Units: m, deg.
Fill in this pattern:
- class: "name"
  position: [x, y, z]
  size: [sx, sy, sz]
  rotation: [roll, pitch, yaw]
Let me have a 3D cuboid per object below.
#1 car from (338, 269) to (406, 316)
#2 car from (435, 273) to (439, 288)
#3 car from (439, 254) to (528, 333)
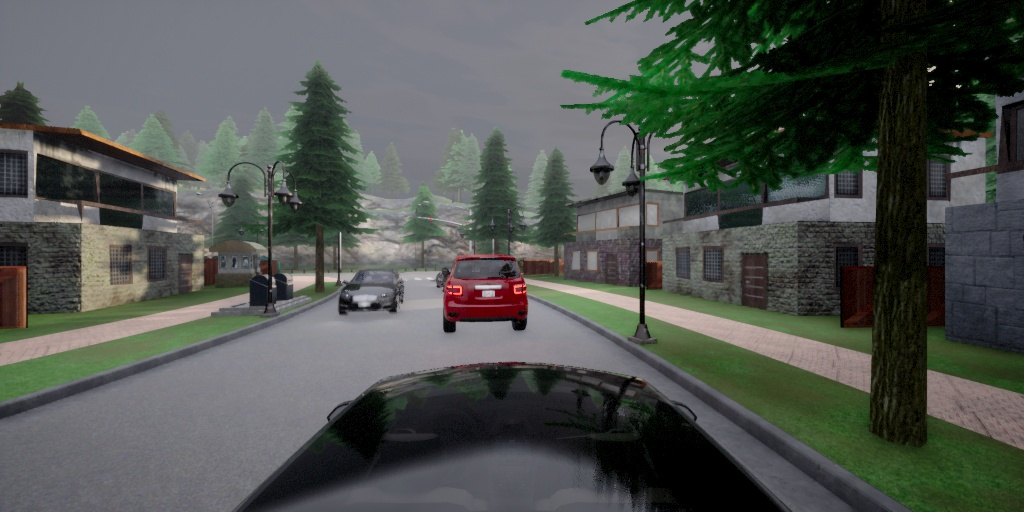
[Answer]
- class: "car"
  position: [-5.116, 1.242, 13.570]
  size: [2.128, 1.511, 4.902]
  rotation: [0, 0, -12]
- class: "car"
  position: [-3.368, 1.297, 21.206]
  size: [2.033, 1.411, 5.357]
  rotation: [0, 0, -18]
- class: "car"
  position: [-0.952, 0.971, 11.023]
  size: [2.150, 2.045, 5.566]
  rotation: [0, 0, -9]
